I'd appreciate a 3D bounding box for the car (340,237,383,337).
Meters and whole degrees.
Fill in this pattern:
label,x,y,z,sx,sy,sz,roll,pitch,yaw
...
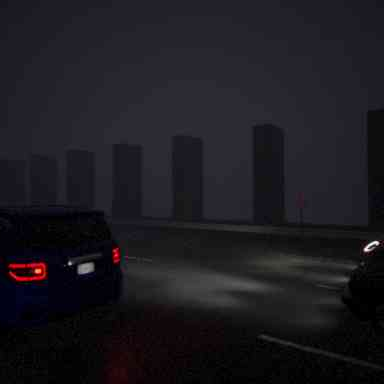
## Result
label,x,y,z,sx,sy,sz,roll,pitch,yaw
car,4.808,1.604,4.860,4.718,1.301,1.895,-1,0,35

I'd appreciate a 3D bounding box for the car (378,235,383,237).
label,x,y,z,sx,sy,sz,roll,pitch,yaw
car,6.509,1.365,7.958,4.553,1.767,2.097,-1,-1,35

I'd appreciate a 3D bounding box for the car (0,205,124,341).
label,x,y,z,sx,sy,sz,roll,pitch,yaw
car,-3.822,1.292,6.723,5.566,2.045,2.150,0,0,36

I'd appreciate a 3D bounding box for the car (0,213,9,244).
label,x,y,z,sx,sy,sz,roll,pitch,yaw
car,-11.439,1.731,16.484,5.357,1.411,2.033,-1,0,35

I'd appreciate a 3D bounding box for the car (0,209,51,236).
label,x,y,z,sx,sy,sz,roll,pitch,yaw
car,-10.871,1.808,20.367,4.718,1.301,1.895,-1,0,35
